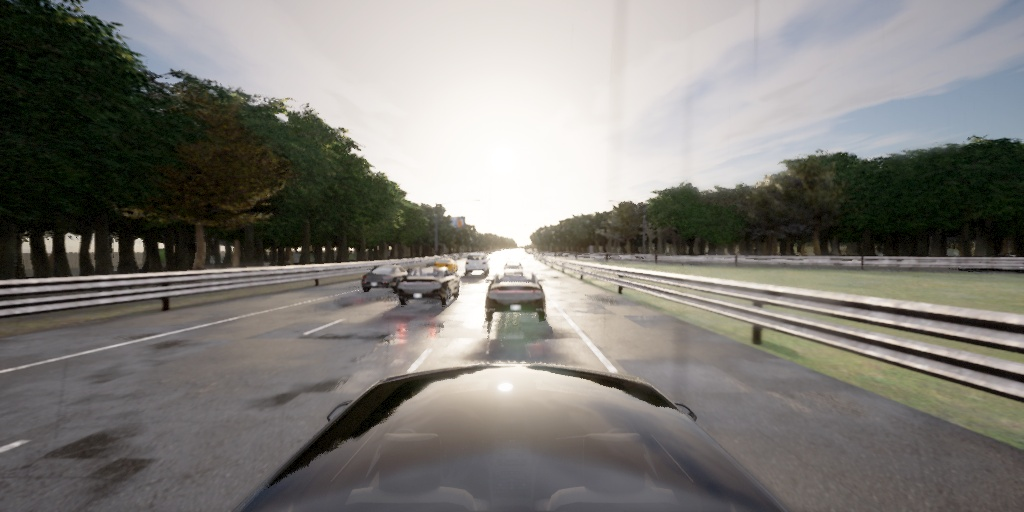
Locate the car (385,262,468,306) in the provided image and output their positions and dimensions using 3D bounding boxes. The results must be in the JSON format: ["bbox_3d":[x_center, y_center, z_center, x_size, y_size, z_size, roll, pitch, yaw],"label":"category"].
[{"bbox_3d":[-3.393,1.204,15.339,2.128,1.511,4.902,0,0,0],"label":"car"}]

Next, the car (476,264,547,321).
[{"bbox_3d":[0.105,1.213,12.389,2.128,1.511,4.902,0,0,0],"label":"car"}]

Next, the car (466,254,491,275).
[{"bbox_3d":[-3.381,0.791,35.793,2.150,2.045,5.566,0,1,0],"label":"car"}]

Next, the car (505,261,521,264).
[{"bbox_3d":[0.120,1.178,35.125,1.895,1.301,4.718,0,1,0],"label":"car"}]

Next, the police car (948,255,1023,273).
[{"bbox_3d":[41.564,0.706,30.866,4.974,1.542,2.038,1,0,40],"label":"police car"}]

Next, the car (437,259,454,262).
[{"bbox_3d":[-6.879,1.023,37.534,1.882,1.535,5.008,0,1,0],"label":"car"}]

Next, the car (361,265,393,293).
[{"bbox_3d":[-6.885,1.222,20.208,1.812,1.442,4.674,0,0,0],"label":"car"}]
